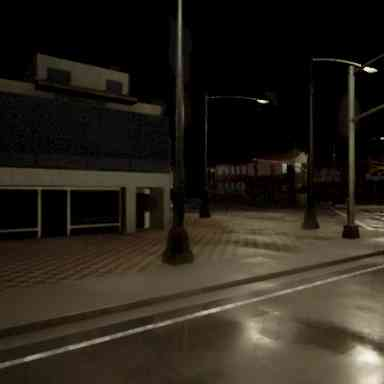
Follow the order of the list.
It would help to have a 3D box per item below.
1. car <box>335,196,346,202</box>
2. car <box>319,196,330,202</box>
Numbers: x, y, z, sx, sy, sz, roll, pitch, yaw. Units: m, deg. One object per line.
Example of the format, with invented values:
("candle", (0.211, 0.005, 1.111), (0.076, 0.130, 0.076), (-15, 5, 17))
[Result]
("car", (35.806, 1.626, 80.830), (2.033, 1.411, 5.357), (0, 0, 9))
("car", (32.350, 1.604, 81.386), (2.128, 1.511, 4.902), (0, 0, 9))
